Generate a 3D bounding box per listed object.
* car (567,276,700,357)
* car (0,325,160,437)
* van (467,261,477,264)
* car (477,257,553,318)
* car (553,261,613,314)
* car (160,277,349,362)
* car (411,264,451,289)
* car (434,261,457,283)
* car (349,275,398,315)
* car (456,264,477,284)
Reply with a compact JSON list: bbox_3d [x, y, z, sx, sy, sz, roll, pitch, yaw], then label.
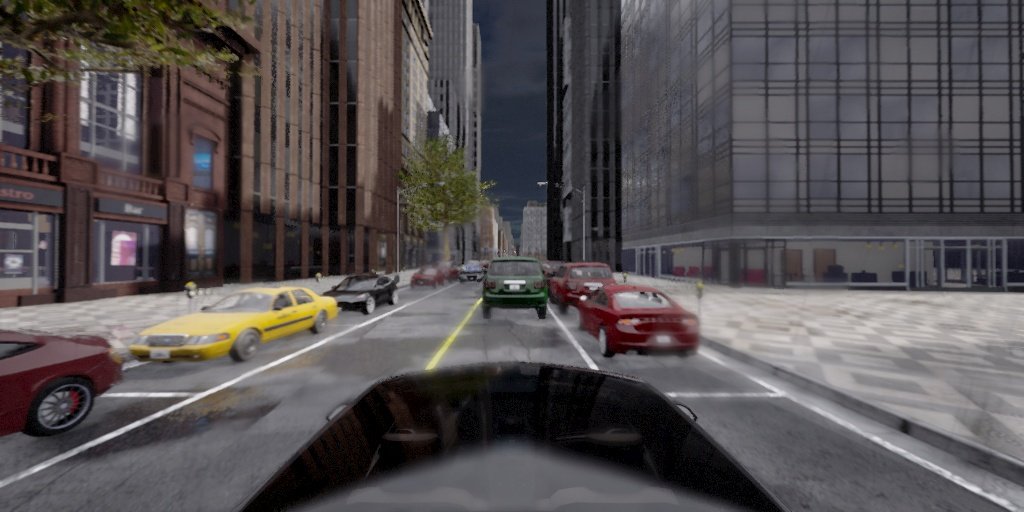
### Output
[{"bbox_3d":[2.666,1.355,8.538,1.888,1.381,4.507,0,0,0],"label":"car"},{"bbox_3d":[-5.858,1.342,2.903,1.802,1.307,4.207,0,0,0],"label":"car"},{"bbox_3d":[-5.868,1.586,53.654,1.690,1.789,3.998,0,0,0],"label":"van"},{"bbox_3d":[0.089,1.077,13.677,2.150,2.045,5.566,0,-1,0],"label":"car"},{"bbox_3d":[2.665,1.175,14.177,2.192,1.841,5.009,0,0,0],"label":"car"},{"bbox_3d":[-5.859,1.334,8.372,1.751,1.417,4.829,0,0,0],"label":"car"},{"bbox_3d":[-5.863,1.509,25.460,1.888,1.381,4.507,0,0,0],"label":"car"},{"bbox_3d":[-5.864,1.331,31.099,2.192,1.841,5.009,0,0,0],"label":"car"},{"bbox_3d":[-5.861,1.426,14.182,1.948,1.339,4.313,0,0,0],"label":"car"},{"bbox_3d":[-3.106,1.567,29.610,1.994,1.385,4.181,0,-1,0],"label":"car"}]
